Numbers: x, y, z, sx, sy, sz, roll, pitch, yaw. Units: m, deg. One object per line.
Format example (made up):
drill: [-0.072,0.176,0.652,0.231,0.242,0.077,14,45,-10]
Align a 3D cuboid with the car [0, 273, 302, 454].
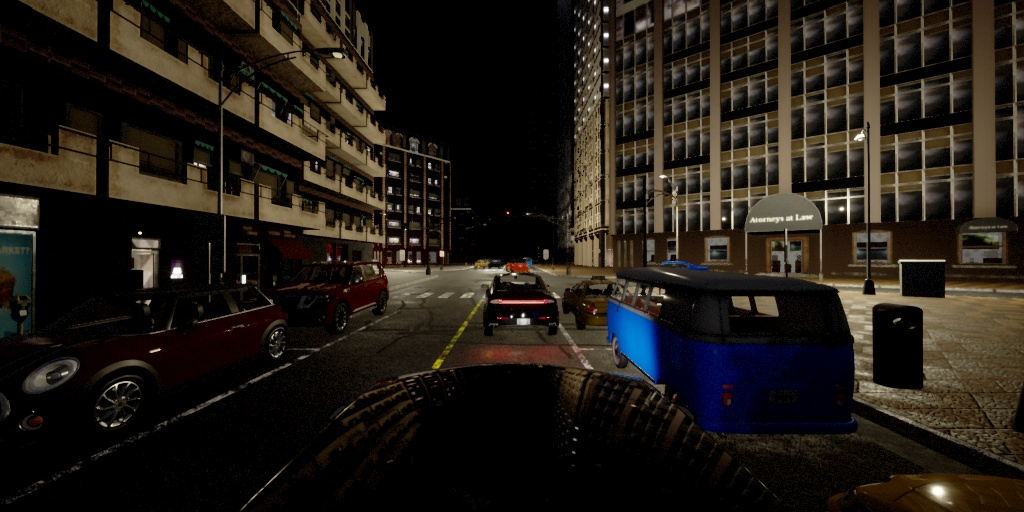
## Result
car: [-5.314,1.191,5.242,1.967,1.591,4.097,0,0,0]

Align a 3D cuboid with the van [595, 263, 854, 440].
van: [2.567,1.092,5.246,1.690,1.789,3.998,0,0,0]

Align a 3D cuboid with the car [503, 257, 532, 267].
car: [0.615,1.142,42.147,2.097,1.767,4.553,0,0,-9]

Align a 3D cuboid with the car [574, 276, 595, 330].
car: [2.568,1.279,10.952,1.751,1.417,4.829,0,0,0]

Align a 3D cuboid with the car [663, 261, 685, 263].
car: [11.036,1.132,25.216,5.008,1.535,1.882,-1,-1,22]

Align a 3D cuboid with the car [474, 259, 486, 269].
car: [-5.301,1.352,59.607,1.751,1.417,4.829,0,0,0]

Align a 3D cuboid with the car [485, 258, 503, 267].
car: [-2.804,1.425,58.866,1.895,1.301,4.718,0,0,2]

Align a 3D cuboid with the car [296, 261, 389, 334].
car: [-5.313,1.068,10.778,2.192,1.841,5.009,0,0,0]

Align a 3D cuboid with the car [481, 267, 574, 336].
car: [0.135,1.245,10.388,2.128,1.511,4.902,0,0,-3]
